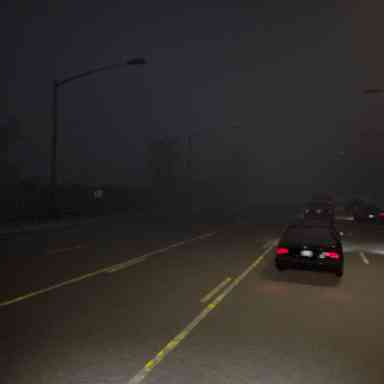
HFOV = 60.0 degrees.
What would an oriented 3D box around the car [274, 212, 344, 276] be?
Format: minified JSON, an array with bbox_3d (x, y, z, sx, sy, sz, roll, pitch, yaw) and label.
[{"bbox_3d":[3.883,1.636,10.877,2.033,1.411,5.357,1,0,22],"label":"car"}]

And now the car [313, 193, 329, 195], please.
[{"bbox_3d":[14.504,1.154,37.445,2.150,2.045,5.566,1,1,22],"label":"car"}]

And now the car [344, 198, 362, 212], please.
[{"bbox_3d":[18.330,1.442,37.560,1.882,1.535,5.008,1,1,22],"label":"car"}]

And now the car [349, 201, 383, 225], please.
[{"bbox_3d":[13.562,1.673,25.593,1.994,1.385,4.181,1,1,22],"label":"car"}]

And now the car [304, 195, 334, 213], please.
[{"bbox_3d":[9.980,1.418,26.070,2.097,1.767,4.553,1,1,22],"label":"car"}]
